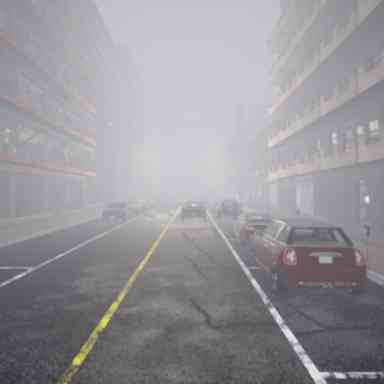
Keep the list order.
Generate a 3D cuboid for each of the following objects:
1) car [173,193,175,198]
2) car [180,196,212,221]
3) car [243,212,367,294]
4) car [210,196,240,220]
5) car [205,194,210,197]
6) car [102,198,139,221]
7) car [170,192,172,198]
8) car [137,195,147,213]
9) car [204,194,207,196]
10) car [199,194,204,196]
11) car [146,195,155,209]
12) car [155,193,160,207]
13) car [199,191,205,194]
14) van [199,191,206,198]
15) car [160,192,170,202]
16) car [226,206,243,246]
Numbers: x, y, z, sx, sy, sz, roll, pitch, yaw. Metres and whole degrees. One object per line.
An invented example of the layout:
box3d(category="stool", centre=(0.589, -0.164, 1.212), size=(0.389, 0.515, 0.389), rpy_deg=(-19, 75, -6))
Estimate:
box3d(category="car", centre=(-5.596, 0.826, 88.138), size=(1.967, 1.590, 4.097), rpy_deg=(1, 0, 0))
box3d(category="car", centre=(0.123, 1.326, 25.238), size=(2.128, 1.511, 4.902), rpy_deg=(0, 1, 0))
box3d(category="car", centre=(2.711, 1.383, 8.674), size=(1.967, 1.590, 4.097), rpy_deg=(1, 0, 0))
box3d(category="car", centre=(2.726, 1.270, 25.685), size=(1.967, 1.590, 4.097), rpy_deg=(1, 0, 0))
box3d(category="car", centre=(2.735, 1.304, 37.028), size=(2.008, 1.369, 4.403), rpy_deg=(1, 0, 0))
box3d(category="car", centre=(-5.655, 1.396, 25.759), size=(1.947, 1.339, 4.313), rpy_deg=(1, 0, 0))
box3d(category="car", centre=(-5.615, 0.867, 65.453), size=(2.192, 1.841, 5.009), rpy_deg=(1, 0, 0))
box3d(category="car", centre=(-5.650, 1.318, 31.260), size=(1.752, 1.417, 4.829), rpy_deg=(1, 0, 0))
box3d(category="car", centre=(2.740, 1.264, 42.698), size=(2.008, 1.369, 4.403), rpy_deg=(1, 0, 0))
box3d(category="car", centre=(0.139, 1.286, 41.543), size=(1.994, 1.385, 4.181), rpy_deg=(0, 0, 0))
box3d(category="car", centre=(-5.645, 1.303, 37.100), size=(2.008, 1.369, 4.403), rpy_deg=(1, 0, 0))
box3d(category="car", centre=(-5.638, 1.154, 42.771), size=(1.967, 1.590, 4.097), rpy_deg=(1, 0, 0))
box3d(category="car", centre=(2.761, 1.097, 65.380), size=(1.887, 1.381, 4.507), rpy_deg=(1, 0, 0))
box3d(category="van", centre=(2.752, 0.728, 88.060), size=(1.690, 1.788, 3.998), rpy_deg=(1, 0, 0))
box3d(category="car", centre=(-5.624, 1.144, 59.784), size=(2.008, 1.369, 4.403), rpy_deg=(1, 0, 0))
box3d(category="car", centre=(2.716, 1.488, 14.347), size=(1.802, 1.307, 4.206), rpy_deg=(1, 0, 0))
